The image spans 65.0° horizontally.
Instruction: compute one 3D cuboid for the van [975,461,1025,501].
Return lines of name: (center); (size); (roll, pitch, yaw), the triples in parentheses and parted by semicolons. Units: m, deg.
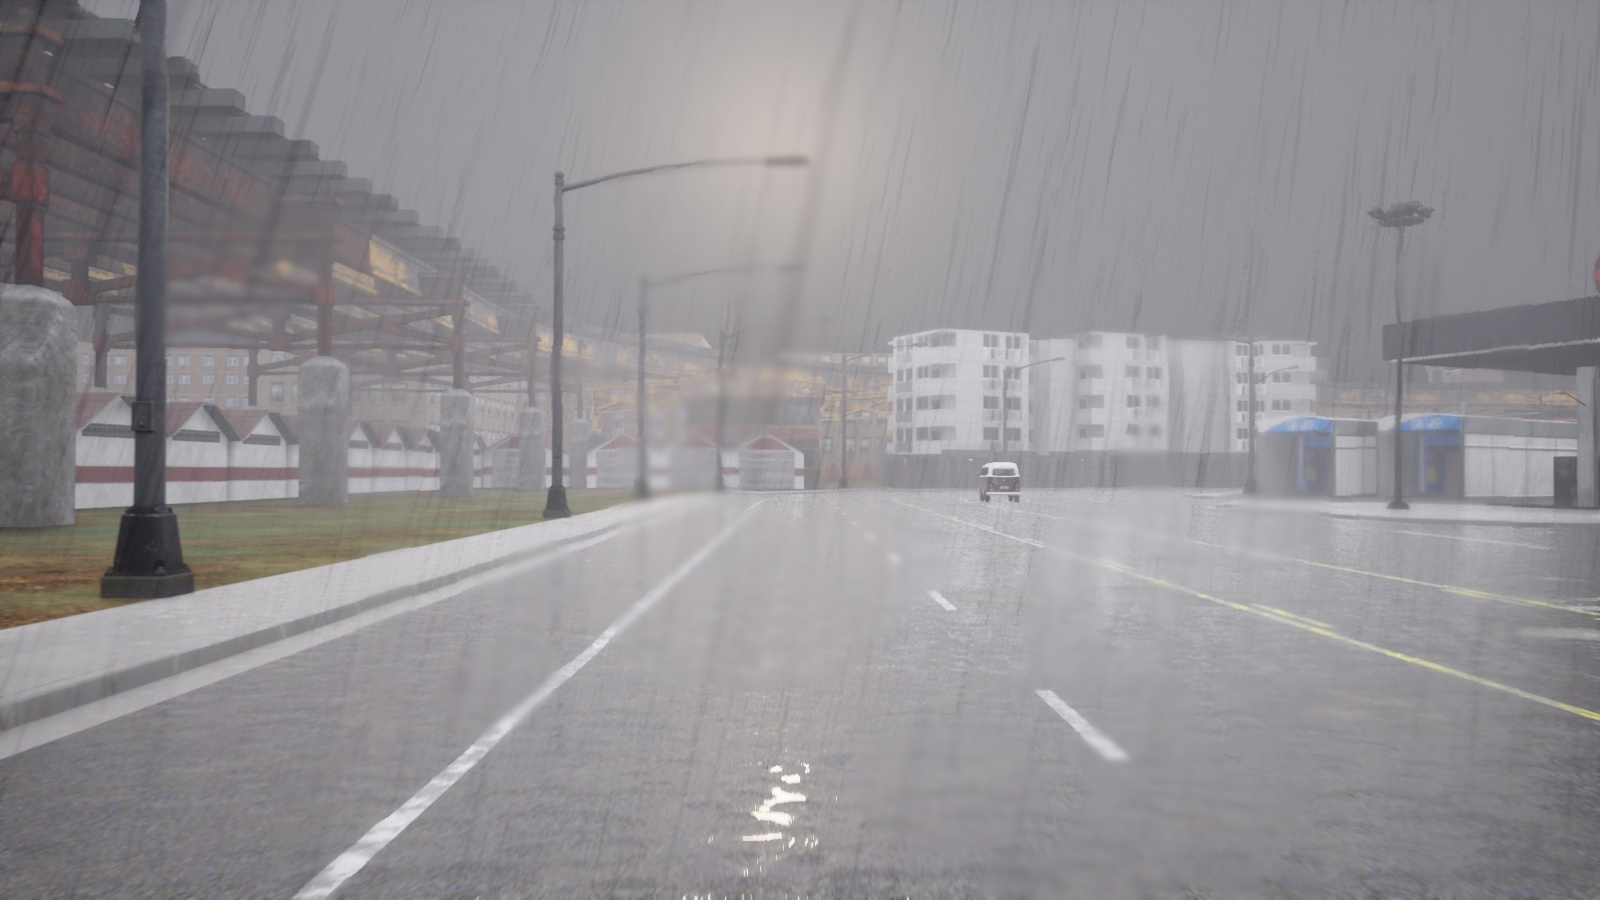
van: (10.483, 1.602, 66.076); (2.069, 2.038, 4.480); (0, -1, 3)
